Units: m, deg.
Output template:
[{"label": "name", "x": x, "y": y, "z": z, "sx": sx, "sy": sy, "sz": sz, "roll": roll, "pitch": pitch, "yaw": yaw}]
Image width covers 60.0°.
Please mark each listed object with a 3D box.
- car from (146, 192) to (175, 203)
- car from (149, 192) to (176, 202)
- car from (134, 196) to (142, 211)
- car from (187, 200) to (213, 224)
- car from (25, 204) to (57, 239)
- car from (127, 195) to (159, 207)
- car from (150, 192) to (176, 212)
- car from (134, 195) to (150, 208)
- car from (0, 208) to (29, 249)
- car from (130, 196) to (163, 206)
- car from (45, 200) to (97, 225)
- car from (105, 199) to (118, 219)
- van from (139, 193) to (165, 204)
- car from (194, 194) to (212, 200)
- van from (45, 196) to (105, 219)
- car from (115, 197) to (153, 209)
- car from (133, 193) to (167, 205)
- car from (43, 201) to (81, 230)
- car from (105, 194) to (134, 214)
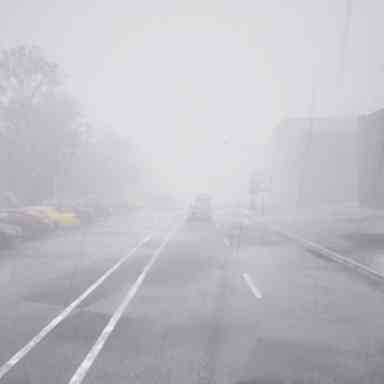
[{"label": "car", "x": -6.598, "y": 1.079, "z": 69.440, "sx": 5.566, "sy": 2.045, "sz": 2.435, "roll": -1, "pitch": 0, "yaw": -17}, {"label": "car", "x": -6.477, "y": 1.058, "z": 72.366, "sx": 5.566, "sy": 2.045, "sz": 2.435, "roll": -1, "pitch": 1, "yaw": -17}, {"label": "car", "x": -8.482, "y": 1.506, "z": 36.889, "sx": 4.892, "sy": 1.521, "sz": 2.231, "roll": -1, "pitch": 0, "yaw": -17}, {"label": "car", "x": 0.576, "y": 1.576, "z": 24.896, "sx": 2.033, "sy": 1.411, "sz": 5.357, "roll": 0, "pitch": 0, "yaw": 2}, {"label": "car", "x": -9.252, "y": 1.552, "z": 16.104, "sx": 4.674, "sy": 1.452, "sz": 2.002, "roll": -1, "pitch": 0, "yaw": -19}, {"label": "car", "x": -7.669, "y": 1.324, "z": 51.688, "sx": 4.553, "sy": 1.767, "sz": 2.185, "roll": -1, "pitch": 0, "yaw": -17}, {"label": "car", "x": -3.137, "y": 1.230, "z": 39.039, "sx": 2.150, "sy": 2.045, "sz": 5.566, "roll": 0, "pitch": 0, "yaw": 3}, {"label": "car", "x": -8.140, "y": 1.492, "z": 39.912, "sx": 5.366, "sy": 1.575, "sz": 1.946, "roll": -1, "pitch": 0, "yaw": -17}, {"label": "car", "x": -9.301, "y": 1.547, "z": 13.157, "sx": 4.674, "sy": 1.452, "sz": 2.002, "roll": 0, "pitch": -1, "yaw": -19}, {"label": "car", "x": -7.477, "y": 1.433, "z": 54.657, "sx": 5.008, "sy": 1.535, "sz": 2.097, "roll": -1, "pitch": 0, "yaw": -17}, {"label": "car", "x": -9.090, "y": 1.518, "z": 22.042, "sx": 5.008, "sy": 1.535, "sz": 2.097, "roll": -1, "pitch": 0, "yaw": -18}, {"label": "car", "x": -8.884, "y": 1.557, "z": 27.984, "sx": 4.674, "sy": 1.452, "sz": 2.002, "roll": -1, "pitch": 0, "yaw": -18}, {"label": "van", "x": -7.241, "y": 1.172, "z": 60.522, "sx": 4.442, "sy": 1.987, "sz": 1.878, "roll": -1, "pitch": 1, "yaw": -17}, {"label": "car", "x": 1.432, "y": 1.214, "z": 42.934, "sx": 2.150, "sy": 2.045, "sz": 5.566, "roll": 0, "pitch": 0, "yaw": 3}, {"label": "van", "x": -9.108, "y": 1.294, "z": 24.973, "sx": 4.442, "sy": 1.987, "sz": 1.878, "roll": -1, "pitch": 0, "yaw": -18}, {"label": "car", "x": -8.005, "y": 1.507, "z": 45.770, "sx": 4.792, "sy": 1.488, "sz": 2.163, "roll": -1, "pitch": 0, "yaw": -17}, {"label": "car", "x": -7.332, "y": 1.165, "z": 57.596, "sx": 5.566, "sy": 2.045, "sz": 2.435, "roll": -1, "pitch": 1, "yaw": -17}, {"label": "car", "x": -9.362, "y": 1.515, "z": 19.015, "sx": 5.366, "sy": 1.575, "sz": 1.946, "roll": -1, "pitch": 0, "yaw": -19}, {"label": "car", "x": -8.594, "y": 1.385, "z": 33.928, "sx": 4.553, "sy": 1.767, "sz": 2.185, "roll": -1, "pitch": 0, "yaw": -17}]
